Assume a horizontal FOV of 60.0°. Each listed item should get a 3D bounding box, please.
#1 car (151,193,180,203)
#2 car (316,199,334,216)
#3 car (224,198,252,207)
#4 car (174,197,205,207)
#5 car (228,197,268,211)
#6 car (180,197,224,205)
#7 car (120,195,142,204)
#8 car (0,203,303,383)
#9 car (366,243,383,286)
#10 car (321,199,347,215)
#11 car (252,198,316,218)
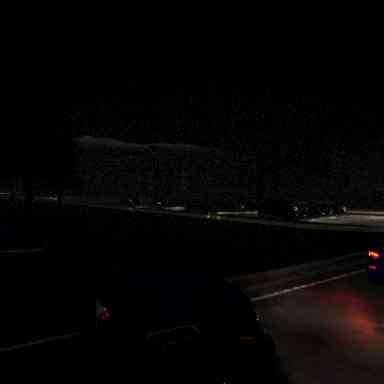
[{"bbox_3d":[-4.328,1.222,51.626,2.150,2.045,5.566,0,0,-36],"label":"car"},{"bbox_3d":[10.404,1.601,31.388,1.895,1.301,4.718,0,0,-36],"label":"car"},{"bbox_3d":[4.326,1.491,39.704,2.128,1.511,4.902,0,0,-36],"label":"car"},{"bbox_3d":[-0.474,1.547,52.257,2.033,1.411,5.357,0,0,-36],"label":"car"},{"bbox_3d":[6.985,1.491,41.998,2.128,1.511,4.902,0,0,-36],"label":"car"},{"bbox_3d":[1.082,1.503,38.208,1.837,1.490,4.892,0,0,-36],"label":"car"},{"bbox_3d":[-9.821,1.351,53.302,2.097,1.767,4.553,0,0,-35],"label":"car"},{"bbox_3d":[-1.855,1.221,2.422,5.566,2.045,2.150,0,0,-35],"label":"car"},{"bbox_3d":[6.039,1.526,8.071,4.674,1.442,1.812,0,0,-35],"label":"car"},{"bbox_3d":[13.119,1.492,33.607,2.128,1.511,4.902,0,0,-36],"label":"car"},{"bbox_3d":[7.895,1.352,28.892,2.097,1.767,4.553,0,0,-36],"label":"car"}]
